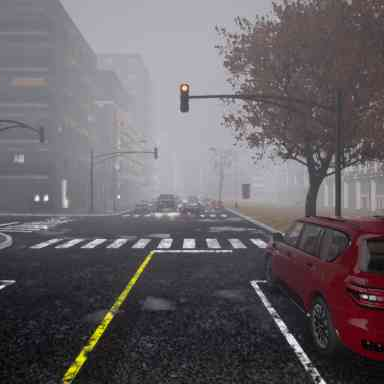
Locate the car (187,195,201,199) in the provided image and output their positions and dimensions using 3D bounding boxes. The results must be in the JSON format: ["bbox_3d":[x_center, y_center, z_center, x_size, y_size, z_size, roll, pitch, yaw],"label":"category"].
[{"bbox_3d":[0.207,1.394,63.027,2.097,1.767,4.553,0,0,1],"label":"car"}]

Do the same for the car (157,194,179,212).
[{"bbox_3d":[-3.020,1.235,40.061,2.150,2.045,5.566,0,0,0],"label":"car"}]

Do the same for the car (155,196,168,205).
[{"bbox_3d":[-5.581,1.476,60.446,1.967,1.590,4.097,0,0,0],"label":"car"}]

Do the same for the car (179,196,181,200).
[{"bbox_3d":[-2.993,1.528,50.079,1.837,1.490,4.892,0,0,0],"label":"car"}]

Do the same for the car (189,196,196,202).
[{"bbox_3d":[0.145,1.586,79.830,1.812,1.442,4.674,0,0,0],"label":"car"}]

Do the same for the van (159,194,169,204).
[{"bbox_3d":[-5.571,1.384,65.979,1.690,1.788,3.998,0,0,0],"label":"van"}]

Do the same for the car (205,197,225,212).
[{"bbox_3d":[2.760,1.557,38.300,1.887,1.381,4.507,0,0,0],"label":"car"}]

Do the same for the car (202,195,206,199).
[{"bbox_3d":[2.780,1.548,49.535,1.752,1.417,4.829,0,0,0],"label":"car"}]

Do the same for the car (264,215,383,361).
[{"bbox_3d":[2.702,1.315,5.912,2.192,1.841,5.009,0,0,0],"label":"car"}]

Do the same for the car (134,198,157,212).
[{"bbox_3d":[-5.620,1.563,38.315,2.008,1.369,4.403,0,0,0],"label":"car"}]

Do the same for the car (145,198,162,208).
[{"bbox_3d":[-5.601,1.573,49.381,2.008,1.369,4.403,0,0,0],"label":"car"}]

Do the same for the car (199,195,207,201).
[{"bbox_3d":[2.849,1.620,88.094,1.887,1.381,4.507,0,0,0],"label":"car"}]

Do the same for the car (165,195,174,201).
[{"bbox_3d":[-5.541,1.506,82.577,1.967,1.590,4.097,0,0,0],"label":"car"}]

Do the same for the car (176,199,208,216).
[{"bbox_3d":[0.094,1.608,32.048,1.895,1.301,4.718,0,0,10],"label":"car"}]

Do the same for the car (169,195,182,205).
[{"bbox_3d":[-2.960,1.387,60.227,2.097,1.767,4.553,0,0,1],"label":"car"}]

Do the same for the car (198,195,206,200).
[{"bbox_3d":[2.859,1.637,93.627,2.008,1.369,4.403,0,0,0],"label":"car"}]

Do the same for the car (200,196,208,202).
[{"bbox_3d":[2.830,1.583,77.199,1.752,1.417,4.829,0,0,0],"label":"car"}]
